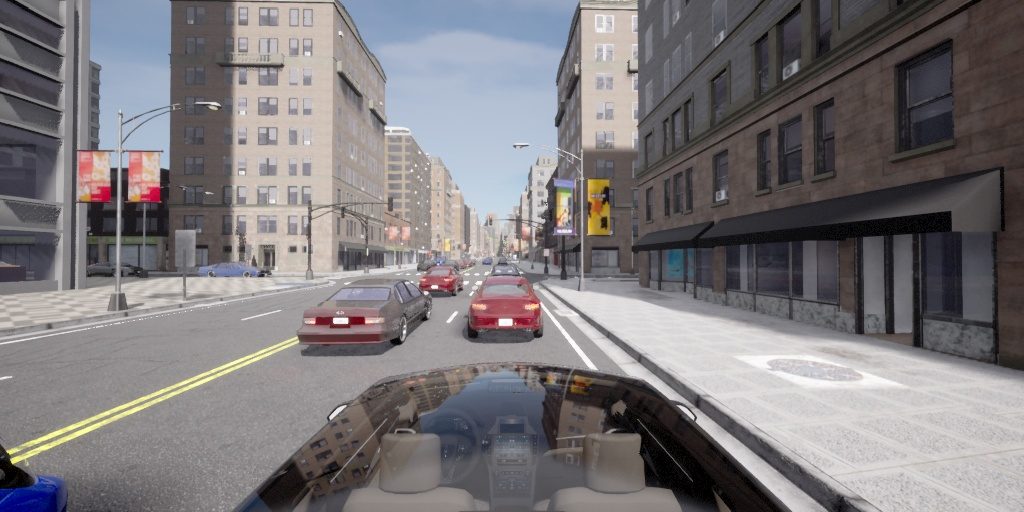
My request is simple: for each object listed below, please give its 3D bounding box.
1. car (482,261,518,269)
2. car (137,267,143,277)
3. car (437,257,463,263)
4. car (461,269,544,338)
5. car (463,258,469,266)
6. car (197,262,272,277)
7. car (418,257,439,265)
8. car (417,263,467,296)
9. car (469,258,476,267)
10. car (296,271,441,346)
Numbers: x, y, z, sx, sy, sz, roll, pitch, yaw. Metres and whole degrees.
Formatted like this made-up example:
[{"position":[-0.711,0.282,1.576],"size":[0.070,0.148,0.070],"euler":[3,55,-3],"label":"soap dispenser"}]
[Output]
[{"position":[-0.413,1.240,19.200],"size":[2.128,1.511,4.902],"euler":[0,0,-3],"label":"car"},{"position":[-33.647,1.169,30.365],"size":[4.181,1.385,1.994],"euler":[0,-1,-2],"label":"car"},{"position":[-7.807,1.207,45.500],"size":[1.882,1.535,5.008],"euler":[0,0,-2],"label":"car"},{"position":[-0.183,1.276,10.116],"size":[1.812,1.442,4.674],"euler":[0,0,-1],"label":"car"},{"position":[-8.051,1.247,54.704],"size":[1.812,1.442,4.674],"euler":[0,0,-1],"label":"car"},{"position":[-23.681,1.194,30.689],"size":[5.357,1.411,2.033],"euler":[0,-1,1],"label":"car"},{"position":[-11.105,1.206,47.201],"size":[1.882,1.535,5.008],"euler":[0,0,-1],"label":"car"},{"position":[-3.669,1.274,19.021],"size":[1.812,1.442,4.674],"euler":[0,0,-2],"label":"car"},{"position":[-8.278,1.063,64.579],"size":[2.097,1.767,4.553],"euler":[0,0,-1],"label":"car"},{"position":[-3.413,1.298,9.434],"size":[2.033,1.411,5.357],"euler":[0,0,-2],"label":"car"}]
